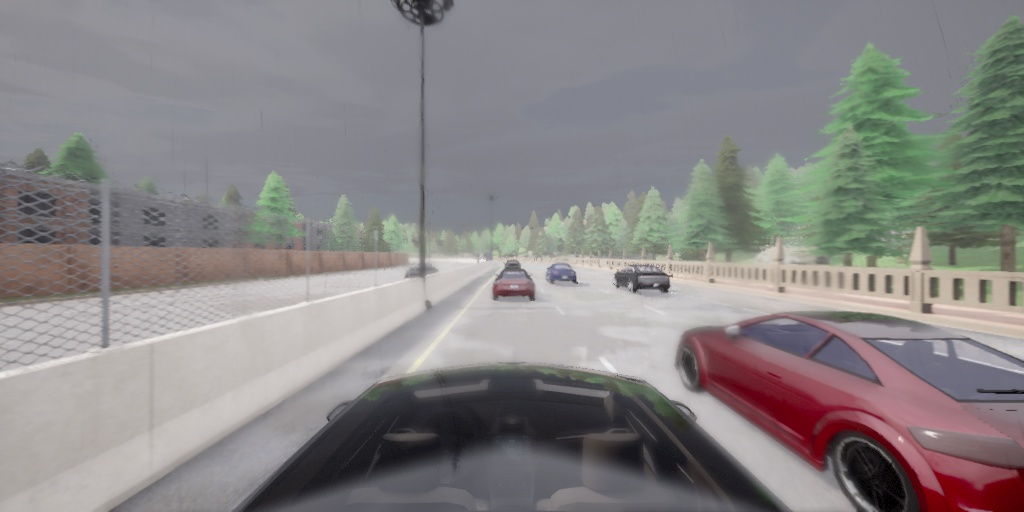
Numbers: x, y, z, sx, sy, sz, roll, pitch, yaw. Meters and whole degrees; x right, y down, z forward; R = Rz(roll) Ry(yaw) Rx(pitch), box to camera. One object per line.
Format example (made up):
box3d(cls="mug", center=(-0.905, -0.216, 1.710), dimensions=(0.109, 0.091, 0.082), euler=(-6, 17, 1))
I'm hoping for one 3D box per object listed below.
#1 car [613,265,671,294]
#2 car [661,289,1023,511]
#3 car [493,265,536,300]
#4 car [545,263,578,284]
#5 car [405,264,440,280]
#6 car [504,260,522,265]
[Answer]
box3d(cls="car", center=(7.101, 1.234, 20.083), dimensions=(2.128, 1.511, 4.902), euler=(0, 0, 0))
box3d(cls="car", center=(3.598, 1.313, 4.075), dimensions=(1.994, 1.385, 4.181), euler=(0, 0, 0))
box3d(cls="car", center=(0.100, 1.307, 17.751), dimensions=(1.994, 1.385, 4.181), euler=(0, 0, 0))
box3d(cls="car", center=(3.604, 1.265, 26.481), dimensions=(1.812, 1.442, 4.674), euler=(0, 0, 0))
box3d(cls="car", center=(-7.013, 1.303, 28.526), dimensions=(1.994, 1.385, 4.181), euler=(0, 0, 0))
box3d(cls="car", center=(0.102, 1.238, 41.763), dimensions=(1.837, 1.490, 4.892), euler=(0, 0, 0))
